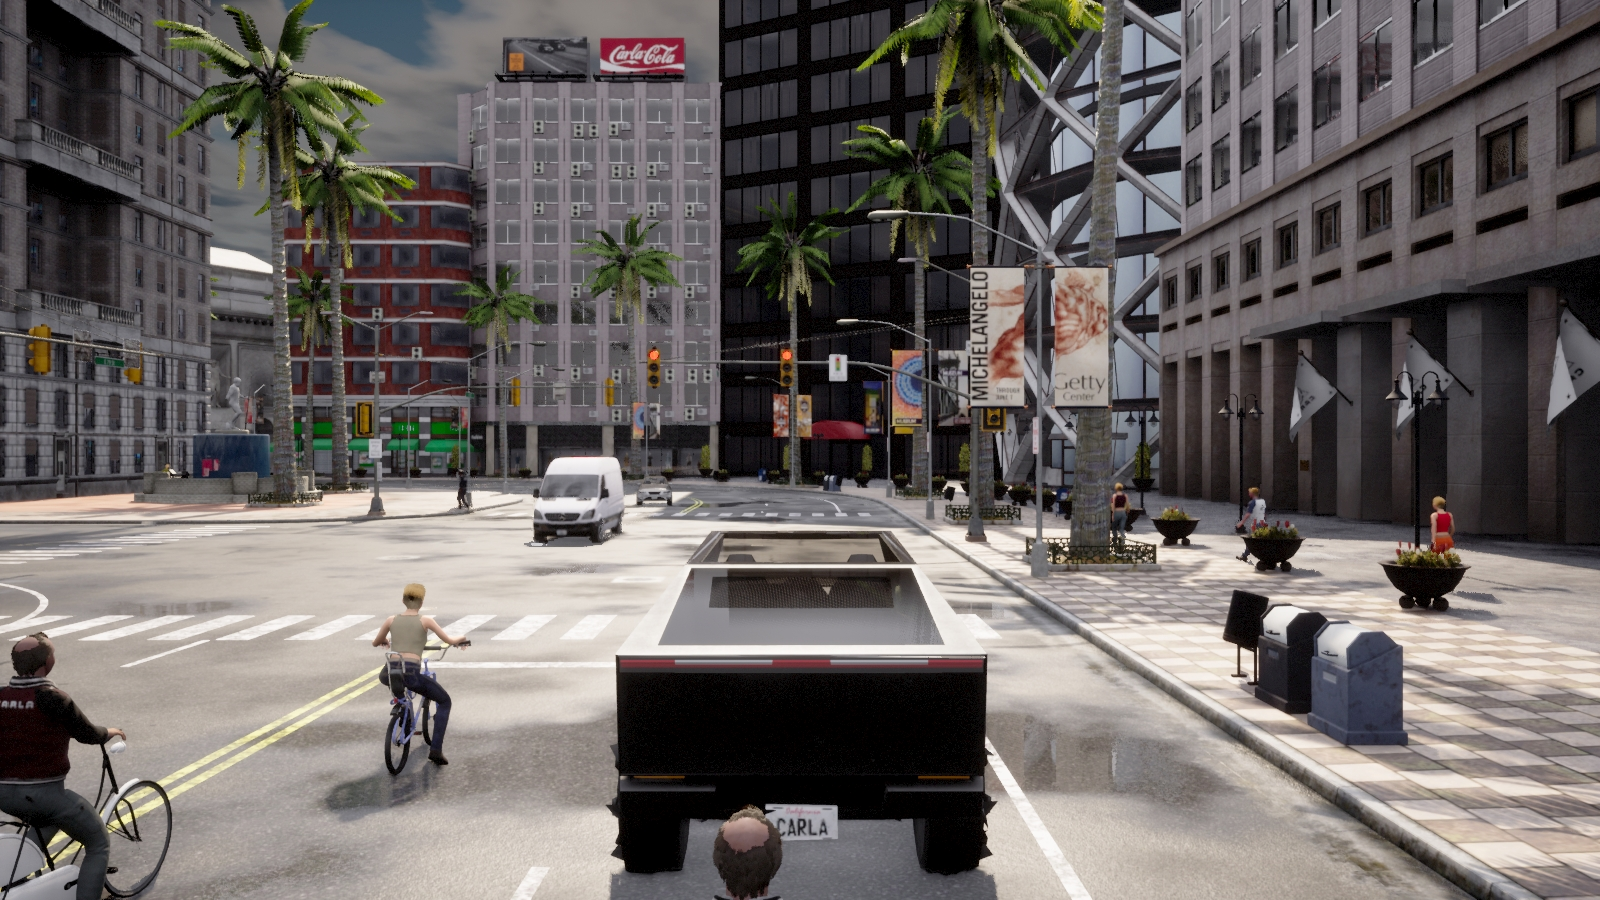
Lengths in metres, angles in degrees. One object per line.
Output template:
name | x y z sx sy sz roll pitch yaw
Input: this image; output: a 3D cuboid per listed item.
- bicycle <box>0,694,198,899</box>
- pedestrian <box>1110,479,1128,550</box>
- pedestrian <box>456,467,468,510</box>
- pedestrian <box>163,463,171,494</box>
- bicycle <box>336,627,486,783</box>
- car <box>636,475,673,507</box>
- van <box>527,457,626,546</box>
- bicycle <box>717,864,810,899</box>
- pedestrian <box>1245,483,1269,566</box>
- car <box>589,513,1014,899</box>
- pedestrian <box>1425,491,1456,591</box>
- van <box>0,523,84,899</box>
bicycle | -4.243 2.210 6.662 0.329 1.171 1.835 0 0 6
pedestrian | 8.418 1.698 30.160 0.375 1.860 0.375 0 0 2
pedestrian | -14.925 1.696 50.425 0.375 1.860 0.375 0 0 26
pedestrian | -37.617 1.696 67.917 0.375 1.860 0.375 0 0 -17
bicycle | -3.473 2.256 10.347 0.859 1.080 1.487 0 0 0
car | -7.460 2.066 58.811 1.816 1.474 4.193 0 0 -7
van | -6.977 1.534 36.356 1.988 2.561 5.915 0 0 0
bicycle | -0.147 2.210 3.549 0.329 1.171 1.835 0 0 1
pedestrian | 10.442 1.696 26.134 0.375 1.860 0.375 0 0 -40
car | 0.011 1.753 9.550 2.390 2.098 6.274 0 0 0
pedestrian | 12.064 1.704 21.516 0.375 1.860 0.375 0 0 0
van | -3.501 1.534 1.043 1.988 2.561 5.915 0 0 0
